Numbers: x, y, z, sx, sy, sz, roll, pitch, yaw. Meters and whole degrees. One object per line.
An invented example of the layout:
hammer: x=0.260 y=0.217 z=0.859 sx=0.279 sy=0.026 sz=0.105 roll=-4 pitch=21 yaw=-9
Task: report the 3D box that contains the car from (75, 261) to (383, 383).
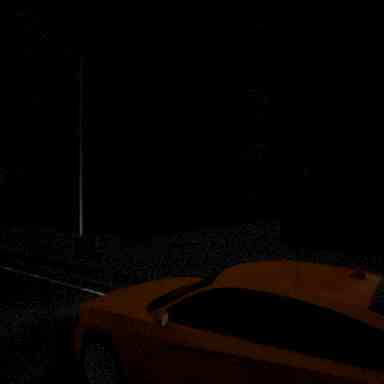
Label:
car: x=0.823 y=1.496 z=3.458 sx=5.008 sy=1.535 sz=1.882 roll=-1 pitch=-1 yaw=36
